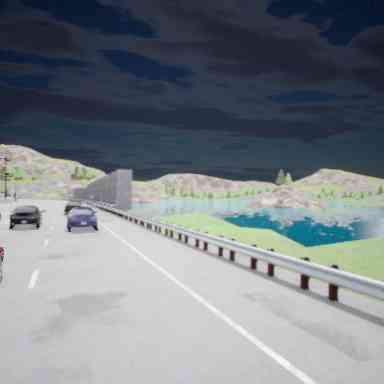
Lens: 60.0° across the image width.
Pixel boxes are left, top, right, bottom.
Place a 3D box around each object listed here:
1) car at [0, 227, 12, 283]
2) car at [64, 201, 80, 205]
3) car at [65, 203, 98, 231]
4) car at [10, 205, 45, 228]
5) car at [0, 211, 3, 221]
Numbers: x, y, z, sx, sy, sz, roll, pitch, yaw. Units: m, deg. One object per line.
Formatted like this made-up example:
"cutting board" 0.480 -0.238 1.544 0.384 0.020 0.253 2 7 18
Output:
"car" -5.156 1.656 6.769 1.895 1.301 4.718 0 -1 -21
"car" -13.769 1.835 38.800 1.882 1.535 5.008 0 0 -21
"car" -7.339 1.732 22.167 1.812 1.442 4.674 0 -1 -21
"car" -11.747 1.716 23.840 1.837 1.490 4.892 0 -1 -21
"car" -16.592 1.790 26.669 1.994 1.385 4.181 0 -1 -21
